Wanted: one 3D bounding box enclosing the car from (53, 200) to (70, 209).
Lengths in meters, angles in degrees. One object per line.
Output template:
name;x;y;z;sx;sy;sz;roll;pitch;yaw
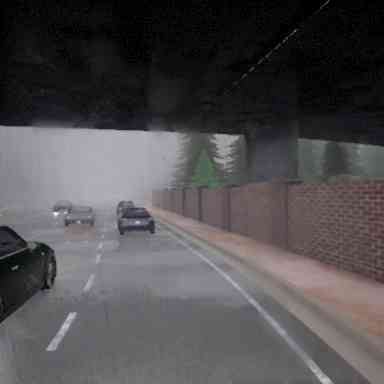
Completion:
car;-15.597;1.693;40.515;1.994;1.385;4.181;0;0;-13

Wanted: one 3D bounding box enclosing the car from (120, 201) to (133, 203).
car;-6.712;1.607;34.020;2.033;1.411;5.357;0;0;-13

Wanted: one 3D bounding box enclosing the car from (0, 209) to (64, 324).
car;-4.123;1.385;6.183;2.097;1.767;4.553;0;0;-7

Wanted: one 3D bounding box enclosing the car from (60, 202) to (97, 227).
car;-7.886;1.667;23.826;1.895;1.301;4.718;0;0;-13

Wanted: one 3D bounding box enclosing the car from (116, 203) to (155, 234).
car;-3.324;1.595;19.577;1.994;1.385;4.181;0;0;-13
